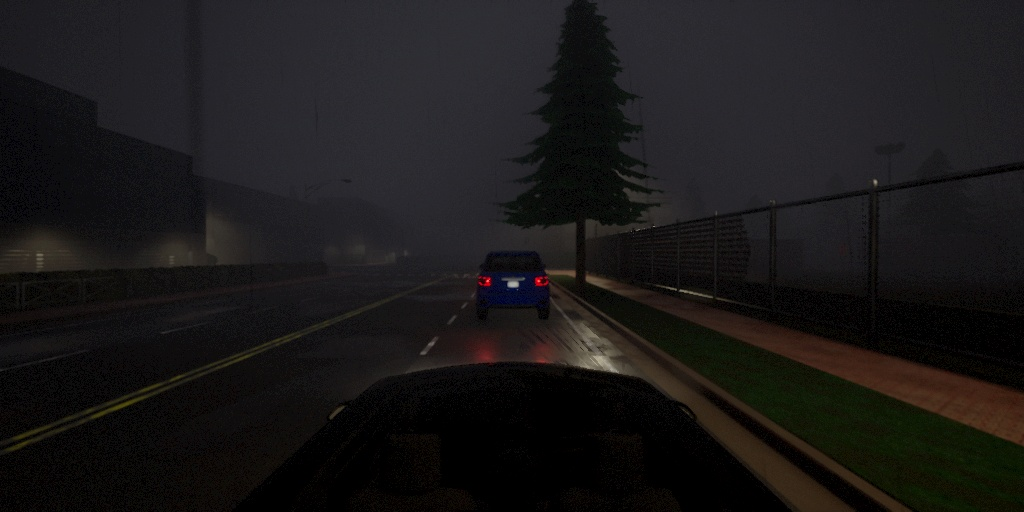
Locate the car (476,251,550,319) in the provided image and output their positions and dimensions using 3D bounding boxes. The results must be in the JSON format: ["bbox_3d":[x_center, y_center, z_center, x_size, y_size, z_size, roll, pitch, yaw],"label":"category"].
[{"bbox_3d":[0.031,0.873,12.372,2.150,2.045,5.566,0,0,0],"label":"car"}]
